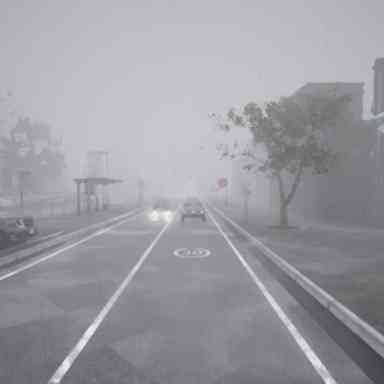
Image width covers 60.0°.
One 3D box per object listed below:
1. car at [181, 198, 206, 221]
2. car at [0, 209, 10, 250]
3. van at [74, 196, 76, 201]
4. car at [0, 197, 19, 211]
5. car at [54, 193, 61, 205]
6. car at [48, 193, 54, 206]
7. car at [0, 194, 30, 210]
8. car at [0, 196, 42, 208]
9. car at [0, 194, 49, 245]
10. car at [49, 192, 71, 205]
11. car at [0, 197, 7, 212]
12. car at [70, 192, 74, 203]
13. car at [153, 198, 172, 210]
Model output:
[{"bbox_3d":[0.109,1.418,25.710,2.033,1.411,5.357,0,0,0],"label":"car"},{"bbox_3d":[-8.793,1.445,10.040,5.366,1.575,1.946,0,0,0],"label":"car"},{"bbox_3d":[-21.987,0.964,56.365,4.442,1.987,1.878,0,0,0],"label":"van"},{"bbox_3d":[-22.083,1.332,36.941,4.674,1.452,2.002,0,0,0],"label":"car"},{"bbox_3d":[-22.125,1.262,48.041,4.792,1.488,2.163,0,0,0],"label":"car"},{"bbox_3d":[-22.087,1.248,45.267,4.892,1.521,2.231,0,0,0],"label":"car"},{"bbox_3d":[-22.119,1.151,39.715,4.553,1.767,2.185,0,0,0],"label":"car"},{"bbox_3d":[-22.096,1.261,42.491,5.008,1.535,2.097,0,0,0],"label":"car"},{"bbox_3d":[-8.953,1.180,12.842,5.566,2.045,2.435,0,0,0],"label":"car"},{"bbox_3d":[-21.913,1.215,50.816,5.366,1.575,1.946,0,0,0],"label":"car"},{"bbox_3d":[-22.077,1.307,34.165,5.008,1.535,2.097,0,0,0],"label":"car"},{"bbox_3d":[-22.131,1.233,53.593,4.792,1.488,2.163,0,0,0],"label":"car"},{"bbox_3d":[-3.331,1.365,38.051,1.895,1.301,4.718,0,1,0],"label":"car"}]
